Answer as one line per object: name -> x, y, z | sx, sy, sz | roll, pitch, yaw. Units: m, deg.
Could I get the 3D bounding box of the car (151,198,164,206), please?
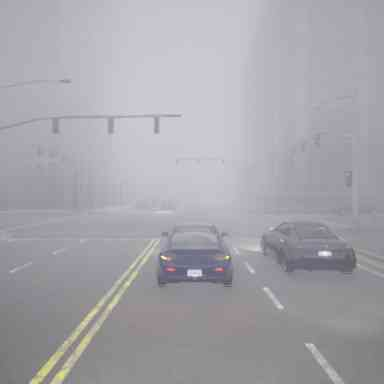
car -> -6.944, 1.994, 68.123 | 2.033, 1.411, 5.357 | 0, 0, 0

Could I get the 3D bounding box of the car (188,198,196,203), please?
car -> 0.077, 2.122, 86.804 | 1.994, 1.385, 4.181 | 0, 0, 0

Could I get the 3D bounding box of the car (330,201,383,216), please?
car -> 16.735, 1.646, 34.021 | 5.008, 1.535, 1.882 | 0, 0, 0

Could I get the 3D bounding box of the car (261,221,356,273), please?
car -> 3.587, 1.637, 10.943 | 1.994, 1.385, 4.181 | 0, 0, 0

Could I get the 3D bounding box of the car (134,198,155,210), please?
car -> -7.056, 1.862, 47.942 | 2.033, 1.411, 5.357 | 0, 0, 0

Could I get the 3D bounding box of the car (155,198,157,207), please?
car -> -7.031, 1.883, 57.676 | 1.837, 1.490, 4.892 | 0, 0, 0

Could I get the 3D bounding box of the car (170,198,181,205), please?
car -> -3.439, 2.015, 68.747 | 1.994, 1.385, 4.181 | 0, 0, 0

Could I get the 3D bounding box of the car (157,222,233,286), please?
car -> 0.077, 1.588, 9.457 | 1.812, 1.442, 4.674 | 0, 0, 0

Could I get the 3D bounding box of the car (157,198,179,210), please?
car -> -3.553, 1.814, 49.153 | 2.128, 1.511, 4.902 | 0, 0, 0
